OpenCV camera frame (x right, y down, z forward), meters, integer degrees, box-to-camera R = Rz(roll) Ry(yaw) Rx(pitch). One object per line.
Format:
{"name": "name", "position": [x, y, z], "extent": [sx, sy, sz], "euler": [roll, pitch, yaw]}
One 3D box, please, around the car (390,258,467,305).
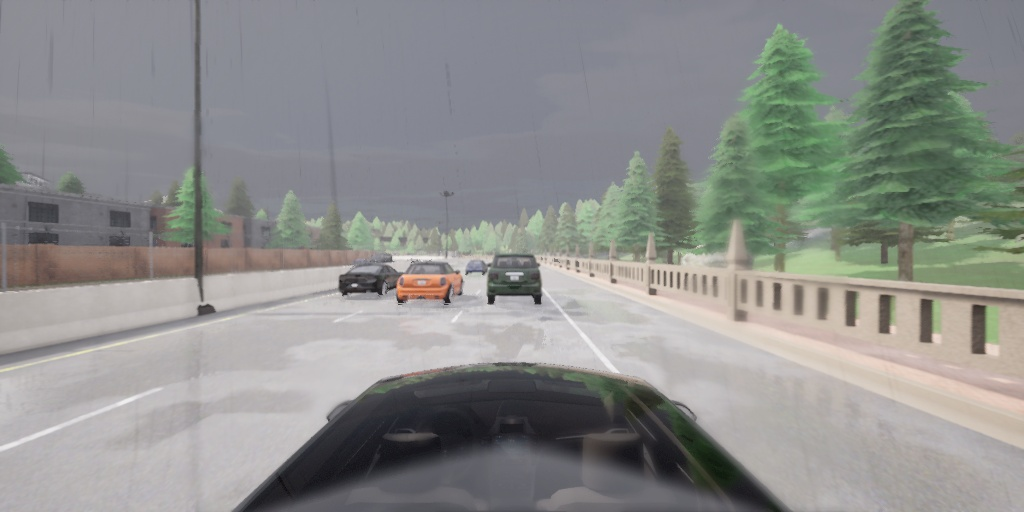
{"name": "car", "position": [-3.403, 1.015, 15.661], "extent": [2.097, 1.767, 4.553], "euler": [0, 0, 0]}

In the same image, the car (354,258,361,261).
{"name": "car", "position": [-21.075, 1.010, 50.348], "extent": [1.994, 1.385, 4.181], "euler": [0, 0, 0]}

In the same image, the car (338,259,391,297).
{"name": "car", "position": [-6.904, 1.125, 18.202], "extent": [1.882, 1.535, 5.008], "euler": [0, 0, 0]}

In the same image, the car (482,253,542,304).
{"name": "car", "position": [0.096, 0.883, 15.766], "extent": [2.150, 2.045, 5.566], "euler": [0, 0, 0]}

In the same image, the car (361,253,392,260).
{"name": "car", "position": [-17.590, 0.684, 47.787], "extent": [2.150, 2.045, 5.566], "euler": [0, 0, 0]}

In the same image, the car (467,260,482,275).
{"name": "car", "position": [-3.408, 1.089, 35.036], "extent": [2.033, 1.411, 5.357], "euler": [0, 0, 0]}
